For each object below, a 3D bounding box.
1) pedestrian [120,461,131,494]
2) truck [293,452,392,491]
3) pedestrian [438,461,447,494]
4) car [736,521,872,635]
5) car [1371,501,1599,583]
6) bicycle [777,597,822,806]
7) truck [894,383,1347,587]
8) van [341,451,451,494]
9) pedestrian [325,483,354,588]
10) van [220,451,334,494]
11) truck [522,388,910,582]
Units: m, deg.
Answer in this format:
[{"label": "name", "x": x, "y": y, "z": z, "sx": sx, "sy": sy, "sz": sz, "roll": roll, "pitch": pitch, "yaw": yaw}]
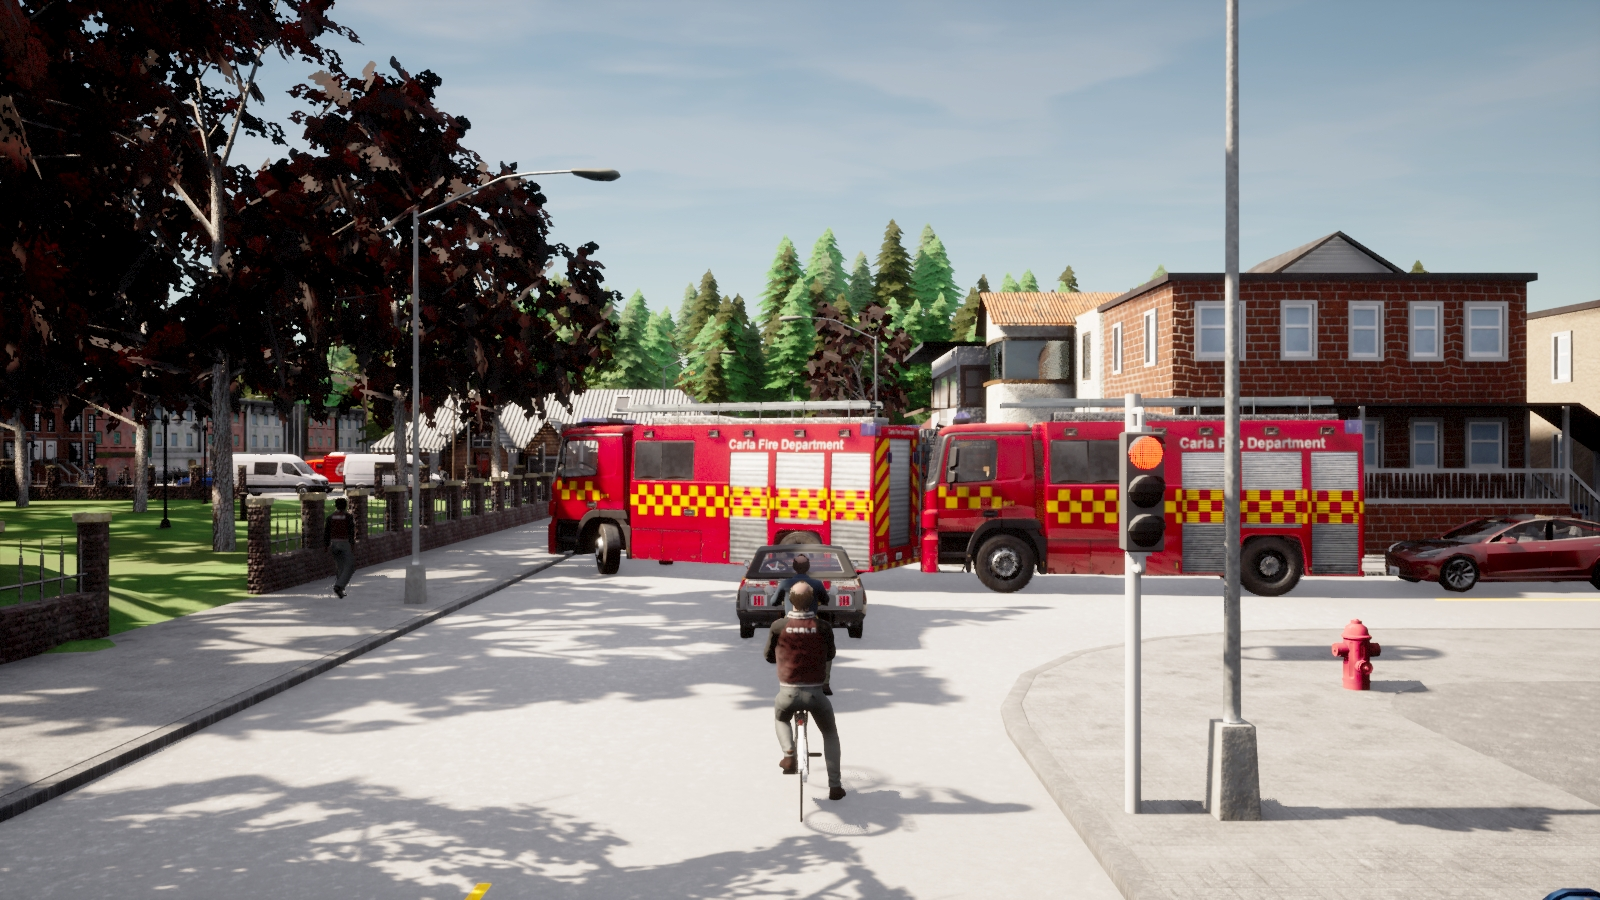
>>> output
[{"label": "pedestrian", "x": -37.459, "y": 1.523, "z": 63.423, "sx": 0.375, "sy": 1.860, "sz": 0.375, "roll": 0, "pitch": 0, "yaw": 2}, {"label": "truck", "x": -29.092, "y": 1.346, "z": 72.766, "sx": 5.204, "sy": 2.467, "sz": 2.627, "roll": 0, "pitch": 0, "yaw": 0}, {"label": "pedestrian", "x": -19.922, "y": 1.525, "z": 63.639, "sx": 0.375, "sy": 1.860, "sz": 0.375, "roll": 0, "pitch": 0, "yaw": -3}, {"label": "car", "x": 0.052, "y": 1.935, "z": 18.331, "sx": 1.895, "sy": 1.301, "sz": 4.718, "roll": 0, "pitch": 0, "yaw": 0}, {"label": "car", "x": 14.623, "y": 1.843, "z": 23.389, "sx": 4.792, "sy": 1.488, "sz": 2.163, "roll": 0, "pitch": 0, "yaw": 0}, {"label": "bicycle", "x": -0.005, "y": 1.940, "z": 9.200, "sx": 0.329, "sy": 1.271, "sz": 1.835, "roll": 0, "pitch": 0, "yaw": 0}, {"label": "truck", "x": 6.215, "y": 0.669, "z": 23.359, "sx": 8.468, "sy": 3.827, "sz": 2.891, "roll": 0, "pitch": 0, "yaw": 7}, {"label": "van", "x": -24.299, "y": 1.314, "z": 68.785, "sx": 5.915, "sy": 2.561, "sz": 1.988, "roll": 0, "pitch": 0, "yaw": 1}, {"label": "pedestrian", "x": -8.265, "y": 1.525, "z": 20.504, "sx": 0.375, "sy": 1.860, "sz": 0.375, "roll": 0, "pitch": 0, "yaw": 1}, {"label": "van", "x": -31.465, "y": 1.314, "z": 68.839, "sx": 5.915, "sy": 2.561, "sz": 1.988, "roll": 0, "pitch": 0, "yaw": 1}, {"label": "truck", "x": -2.009, "y": 0.672, "z": 25.771, "sx": 8.468, "sy": 3.827, "sz": 2.891, "roll": 0, "pitch": 0, "yaw": 28}]
